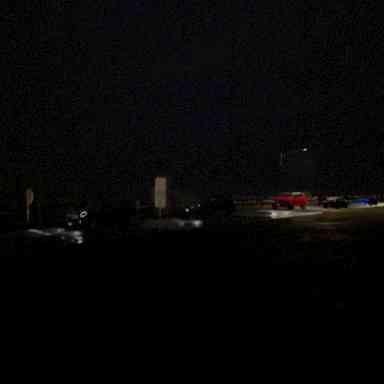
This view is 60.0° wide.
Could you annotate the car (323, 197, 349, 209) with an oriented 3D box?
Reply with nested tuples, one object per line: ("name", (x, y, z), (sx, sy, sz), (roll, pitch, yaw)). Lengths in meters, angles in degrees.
("car", (18.434, 1.375, 42.429), (2.128, 1.511, 4.902), (1, 1, 43))

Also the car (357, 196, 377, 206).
("car", (27.306, 1.342, 51.759), (1.882, 1.535, 5.008), (1, 1, 43))

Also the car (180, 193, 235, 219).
("car", (1.492, 1.093, 28.546), (2.150, 2.045, 5.566), (1, 1, 43))

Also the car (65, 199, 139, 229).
("car", (-5.528, 1.243, 20.750), (2.097, 1.767, 4.553), (1, 1, 40))

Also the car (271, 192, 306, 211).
("car", (11.568, 1.068, 39.416), (2.150, 2.045, 5.566), (1, 1, 43))
